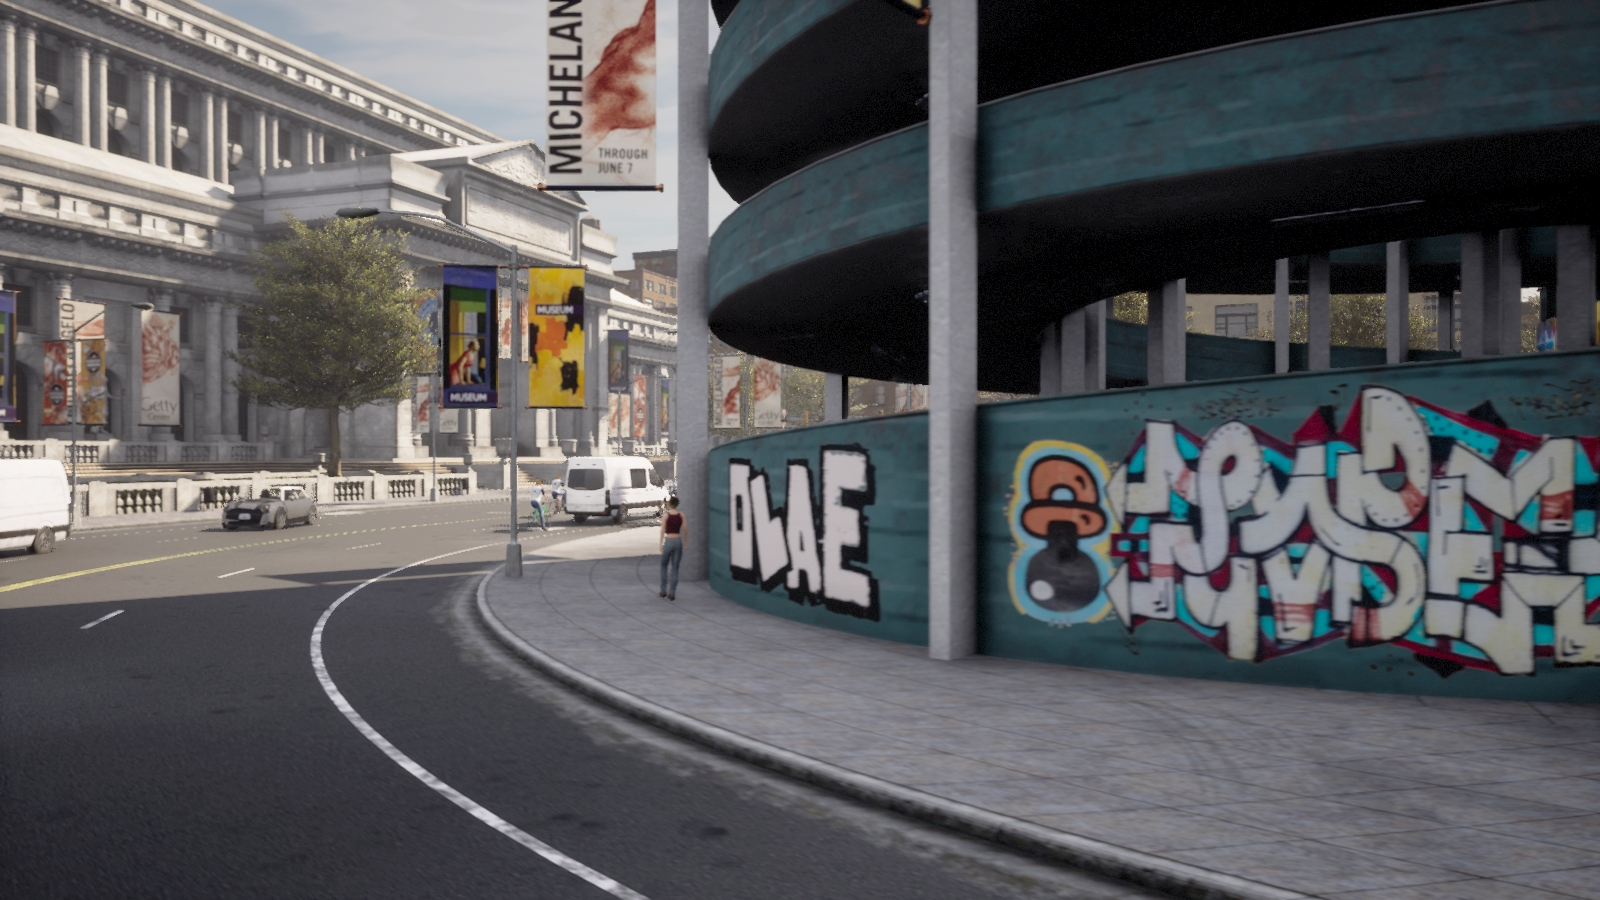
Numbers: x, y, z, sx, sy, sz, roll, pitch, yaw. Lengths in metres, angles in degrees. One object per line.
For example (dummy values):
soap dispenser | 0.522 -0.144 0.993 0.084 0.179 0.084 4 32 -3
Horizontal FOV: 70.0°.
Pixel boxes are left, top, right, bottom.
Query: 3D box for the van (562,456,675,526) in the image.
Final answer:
van | -7.186 1.549 46.008 1.988 2.561 5.915 0 0 19

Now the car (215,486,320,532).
car | -19.009 2.073 40.972 1.970 1.475 3.806 0 0 1

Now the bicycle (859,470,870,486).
bicycle | 5.174 2.238 91.636 0.373 1.196 1.643 0 -1 20

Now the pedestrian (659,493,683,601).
pedestrian | -2.268 1.702 20.107 0.375 1.860 0.375 0 0 -15

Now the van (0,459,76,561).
van | -21.299 1.538 29.016 1.988 2.561 5.915 0 0 1
